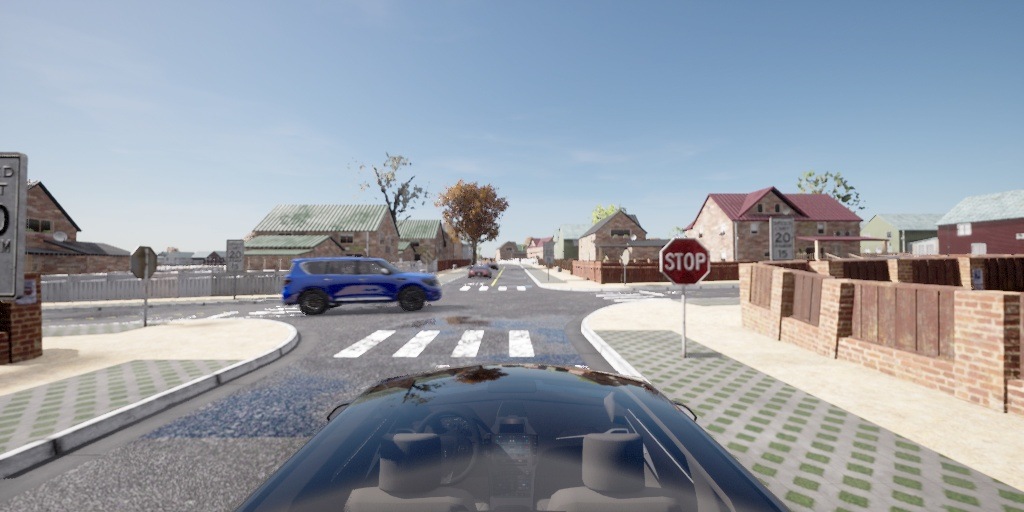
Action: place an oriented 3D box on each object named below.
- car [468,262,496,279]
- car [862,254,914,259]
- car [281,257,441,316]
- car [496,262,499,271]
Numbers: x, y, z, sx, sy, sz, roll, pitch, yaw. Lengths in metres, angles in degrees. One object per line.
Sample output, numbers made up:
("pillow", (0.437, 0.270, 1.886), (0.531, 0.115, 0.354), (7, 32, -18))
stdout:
("car", (-2.856, 1.386, 32.914), (1.994, 1.385, 4.181), (0, 0, 0))
("car", (19.986, 0.799, 19.501), (4.553, 1.767, 2.097), (-1, -1, -3))
("car", (-5.521, 1.054, 13.613), (5.566, 2.045, 2.150), (-1, -1, -11))
("car", (-2.855, 1.450, 50.557), (1.895, 1.301, 4.718), (0, 0, 0))
